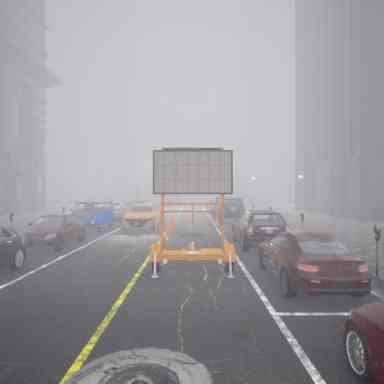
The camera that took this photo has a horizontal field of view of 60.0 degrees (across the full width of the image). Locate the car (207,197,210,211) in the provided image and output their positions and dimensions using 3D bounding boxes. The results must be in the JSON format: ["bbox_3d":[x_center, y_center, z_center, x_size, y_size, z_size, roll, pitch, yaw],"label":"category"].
[{"bbox_3d":[2.828,1.324,30.786,2.192,1.841,5.009,0,0,0],"label":"car"}]

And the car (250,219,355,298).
[{"bbox_3d":[2.778,1.582,8.242,1.802,1.307,4.206,0,0,0],"label":"car"}]

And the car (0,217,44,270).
[{"bbox_3d":[-5.747,1.551,8.256,2.008,1.369,4.403,0,0,0],"label":"car"}]

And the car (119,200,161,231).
[{"bbox_3d":[-3.053,1.481,20.943,1.882,1.535,5.008,0,0,0],"label":"car"}]

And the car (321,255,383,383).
[{"bbox_3d":[2.765,1.582,2.606,1.802,1.307,4.206,0,0,0],"label":"car"}]

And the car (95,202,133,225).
[{"bbox_3d":[-5.709,1.531,24.996,1.752,1.417,4.829,0,0,0],"label":"car"}]

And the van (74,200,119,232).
[{"bbox_3d":[-5.722,1.344,19.530,1.690,1.788,3.998,0,0,0],"label":"van"}]

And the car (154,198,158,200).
[{"bbox_3d":[-5.670,1.585,42.076,1.947,1.339,4.313,0,0,0],"label":"car"}]

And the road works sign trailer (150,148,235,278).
[{"bbox_3d":[0.023,0.465,10.138,2.380,3.560,2.880,0,0,0],"label":"road works sign trailer"}]

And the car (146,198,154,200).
[{"bbox_3d":[-5.683,1.580,36.439,1.947,1.339,4.313,0,0,0],"label":"car"}]

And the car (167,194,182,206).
[{"bbox_3d":[-2.875,1.254,54.079,2.150,2.045,5.566,0,0,0],"label":"car"}]

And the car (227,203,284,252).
[{"bbox_3d":[2.790,1.441,13.878,1.967,1.590,4.097,0,0,0],"label":"car"}]

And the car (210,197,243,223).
[{"bbox_3d":[2.815,1.321,25.150,2.192,1.841,5.009,0,0,0],"label":"car"}]

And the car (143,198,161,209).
[{"bbox_3d":[-5.657,1.575,47.713,2.008,1.369,4.403,0,0,0],"label":"car"}]

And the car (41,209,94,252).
[{"bbox_3d":[-5.734,1.583,13.893,1.802,1.307,4.206,0,0,0],"label":"car"}]
